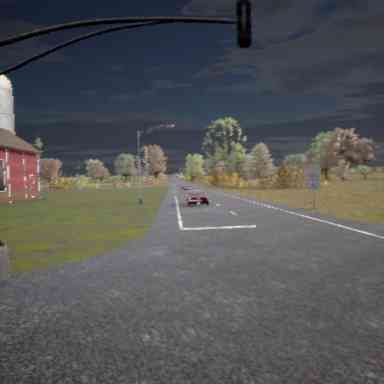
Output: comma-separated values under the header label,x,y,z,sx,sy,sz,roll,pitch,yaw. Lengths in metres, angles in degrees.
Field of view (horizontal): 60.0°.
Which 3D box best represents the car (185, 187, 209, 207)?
label,x,y,z,sx,sy,sz,roll,pitch,yaw
car,0.406,0.517,29.249,1.895,1.301,4.718,-2,2,-3
